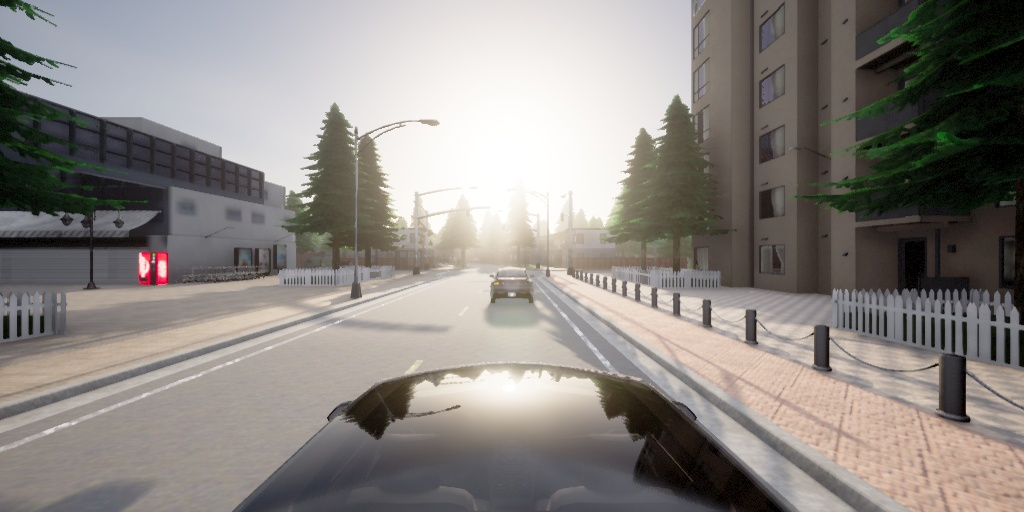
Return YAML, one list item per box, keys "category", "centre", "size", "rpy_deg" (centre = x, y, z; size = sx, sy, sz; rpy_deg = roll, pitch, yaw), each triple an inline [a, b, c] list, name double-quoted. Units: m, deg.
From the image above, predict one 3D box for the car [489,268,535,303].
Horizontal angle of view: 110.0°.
- category: "car"
  centre: [0.000, 1.264, 16.500]
  size: [1.837, 1.490, 4.892]
  rpy_deg: [0, 0, 0]
